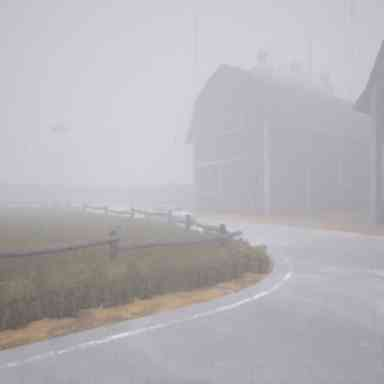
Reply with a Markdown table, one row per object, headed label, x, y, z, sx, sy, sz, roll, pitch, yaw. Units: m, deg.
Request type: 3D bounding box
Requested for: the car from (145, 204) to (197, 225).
| label | x | y | z | sx | sy | sz | roll | pitch | yaw |
| --- | --- | --- | --- | --- | --- | --- | --- | --- | --- |
| car | -1.592 | 1.576 | 23.271 | 1.812 | 1.442 | 4.674 | 0 | 0 | -39 |
